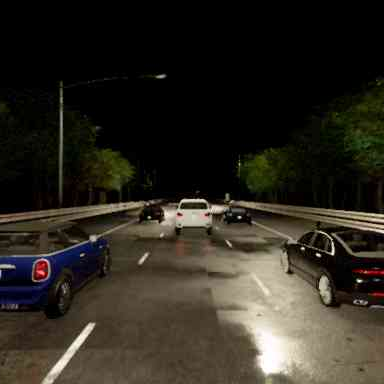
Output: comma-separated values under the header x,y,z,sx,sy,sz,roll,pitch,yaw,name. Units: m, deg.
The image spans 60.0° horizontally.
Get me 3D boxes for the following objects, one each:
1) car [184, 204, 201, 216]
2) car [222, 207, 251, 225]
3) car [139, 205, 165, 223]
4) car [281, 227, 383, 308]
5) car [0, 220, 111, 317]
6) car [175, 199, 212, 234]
x,y,z,sx,sy,sz,roll,pitch,yaw,name
0.104,2.092,39.692,1.895,1.301,4.718,0,-1,0,car
3.602,1.903,27.240,1.994,1.385,4.181,0,-1,0,car
-3.396,1.883,28.768,1.812,1.442,4.674,0,-1,0,car
3.601,1.608,8.136,1.837,1.490,4.892,0,-1,0,car
-3.398,1.451,7.822,2.097,1.767,4.553,0,-1,0,car
0.104,1.490,21.513,2.150,2.045,5.566,0,-1,0,car
